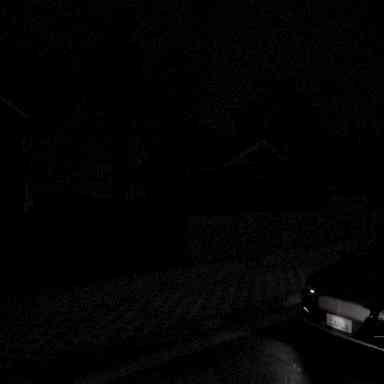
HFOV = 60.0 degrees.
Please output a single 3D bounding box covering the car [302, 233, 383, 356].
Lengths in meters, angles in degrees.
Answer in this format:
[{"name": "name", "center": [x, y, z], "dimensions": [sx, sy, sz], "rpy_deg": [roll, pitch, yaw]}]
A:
[{"name": "car", "center": [3.965, 1.488, 5.875], "dimensions": [4.902, 1.511, 2.128], "rpy_deg": [0, 0, -35]}]
